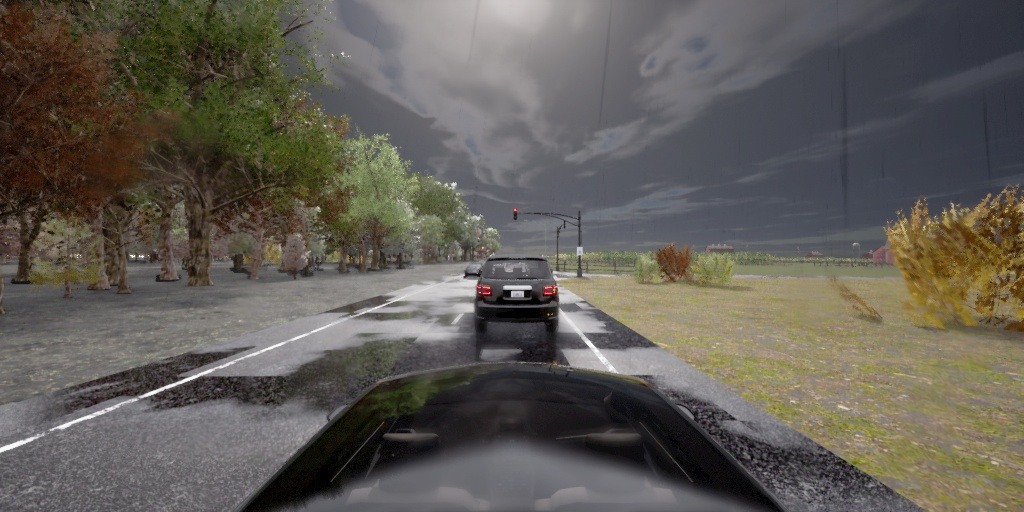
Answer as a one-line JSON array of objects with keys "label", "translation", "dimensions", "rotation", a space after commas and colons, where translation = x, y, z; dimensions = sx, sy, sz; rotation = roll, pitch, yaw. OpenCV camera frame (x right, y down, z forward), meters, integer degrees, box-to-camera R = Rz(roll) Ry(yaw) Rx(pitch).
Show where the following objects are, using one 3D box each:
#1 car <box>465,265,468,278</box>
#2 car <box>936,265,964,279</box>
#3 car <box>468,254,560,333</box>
[{"label": "car", "translation": [-3.336, 1.321, 34.165], "dimensions": [1.994, 1.385, 4.181], "rotation": [0, 0, 0]}, {"label": "car", "translation": [48.590, 1.783, 39.226], "dimensions": [4.892, 1.490, 1.837], "rotation": [1, -1, 0]}, {"label": "car", "translation": [0.119, 0.974, 10.945], "dimensions": [2.150, 2.045, 5.566], "rotation": [0, 0, 0]}]
